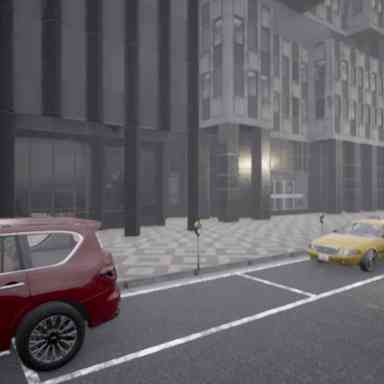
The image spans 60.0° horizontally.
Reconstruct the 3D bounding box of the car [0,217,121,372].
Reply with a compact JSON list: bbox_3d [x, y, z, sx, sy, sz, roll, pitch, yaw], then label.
[{"bbox_3d":[-3.370,1.318,4.126,5.009,1.841,2.192,0,0,-36],"label":"car"}]

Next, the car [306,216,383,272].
[{"bbox_3d":[5.632,1.462,10.568,4.829,1.417,1.752,-1,1,-34],"label":"car"}]
